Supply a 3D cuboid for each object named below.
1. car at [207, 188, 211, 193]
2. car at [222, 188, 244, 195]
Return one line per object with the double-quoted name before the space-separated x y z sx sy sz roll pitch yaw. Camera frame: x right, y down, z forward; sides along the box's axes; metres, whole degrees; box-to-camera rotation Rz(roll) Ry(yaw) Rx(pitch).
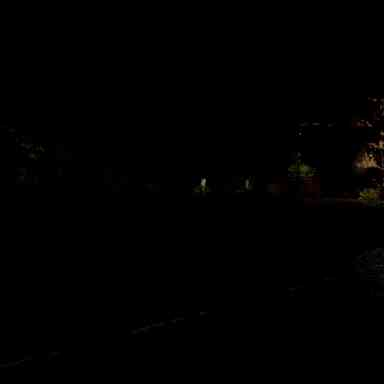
"car" 2.137 -0.577 74.277 2.128 1.511 4.902 0 2 -36
"car" 7.991 -0.087 66.207 1.895 1.301 4.718 0 2 -36
